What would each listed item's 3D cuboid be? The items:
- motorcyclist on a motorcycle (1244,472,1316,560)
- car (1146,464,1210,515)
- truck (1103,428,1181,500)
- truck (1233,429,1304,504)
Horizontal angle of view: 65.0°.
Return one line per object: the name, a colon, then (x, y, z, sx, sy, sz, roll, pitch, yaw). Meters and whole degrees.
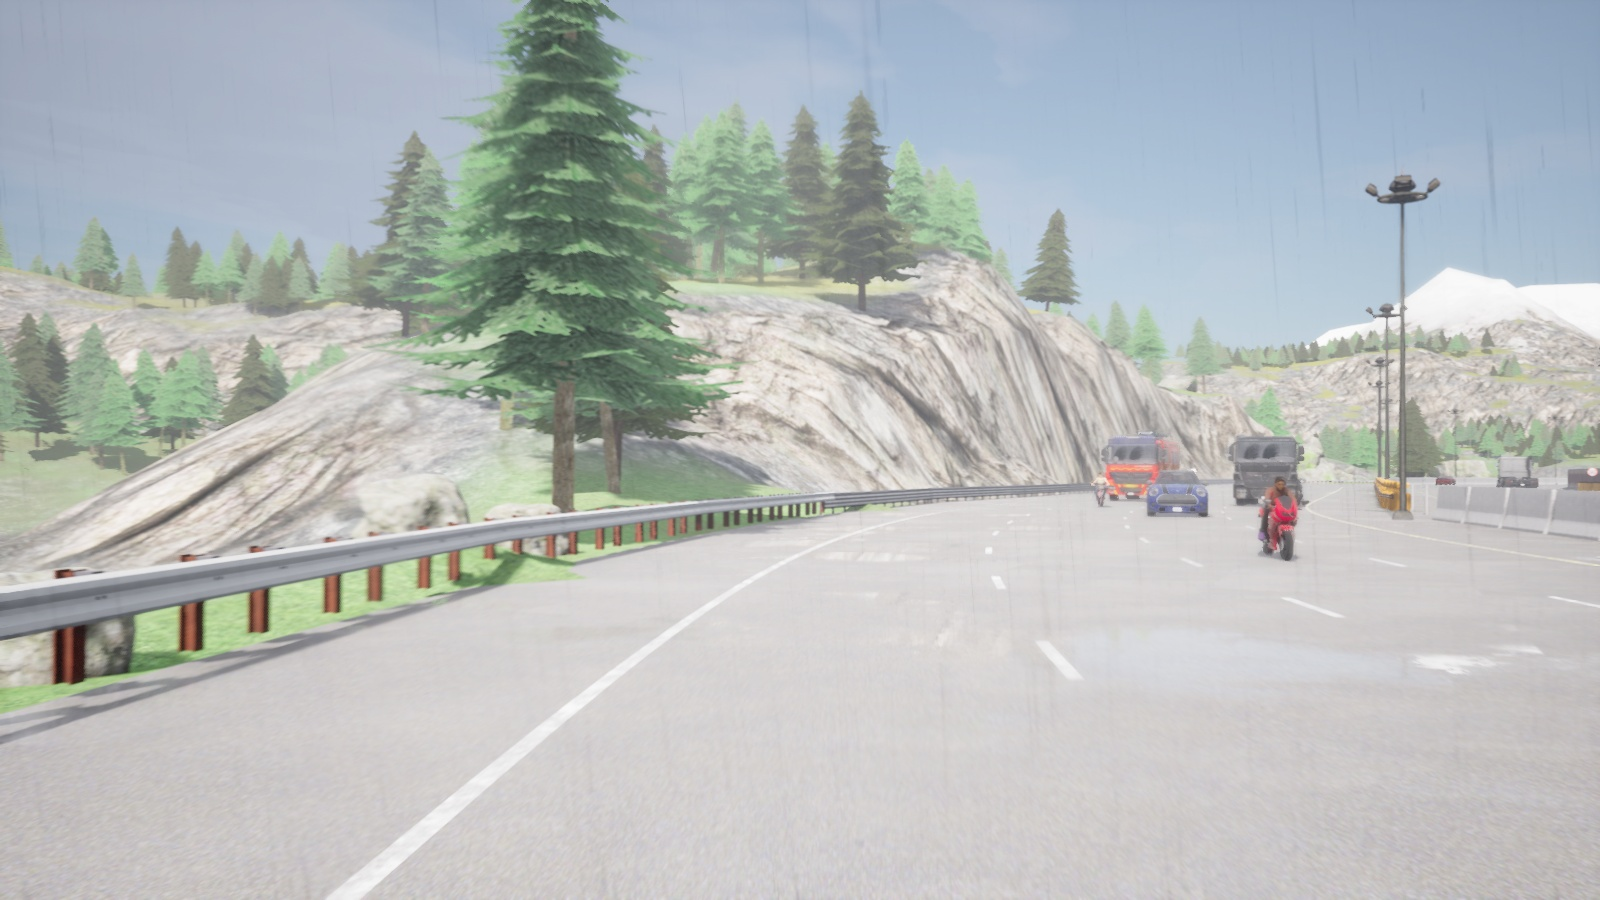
motorcyclist on a motorcycle: (8.753, 1.164, 22.984, 0.797, 1.523, 2.044, 1, -1, 8)
car: (13.765, 1.412, 45.787, 2.097, 1.767, 4.553, 0, -1, 16)
truck: (19.388, 0.797, 70.849, 2.891, 3.827, 8.468, -1, -1, 25)
truck: (23.365, 0.833, 62.457, 2.891, 3.462, 7.936, -1, -1, 23)
